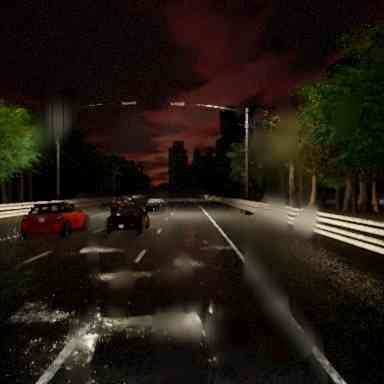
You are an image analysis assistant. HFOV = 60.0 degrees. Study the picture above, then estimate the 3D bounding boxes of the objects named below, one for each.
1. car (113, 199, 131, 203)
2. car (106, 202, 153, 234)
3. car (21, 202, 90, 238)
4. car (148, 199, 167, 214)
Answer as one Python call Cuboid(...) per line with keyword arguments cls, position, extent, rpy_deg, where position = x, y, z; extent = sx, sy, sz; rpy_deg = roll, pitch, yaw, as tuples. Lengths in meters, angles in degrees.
Cuboid(cls="car", position=(-7.206, 1.454, 34.644), extent=(1.837, 1.490, 4.892), rpy_deg=(0, 0, -1))
Cuboid(cls="car", position=(-3.515, 1.494, 18.695), extent=(1.812, 1.442, 4.674), rpy_deg=(0, 0, -1))
Cuboid(cls="car", position=(-6.992, 1.323, 17.536), extent=(2.097, 1.767, 4.553), rpy_deg=(0, 0, 0))
Cuboid(cls="car", position=(-3.703, 1.439, 34.511), extent=(2.128, 1.511, 4.902), rpy_deg=(0, 0, -1))
